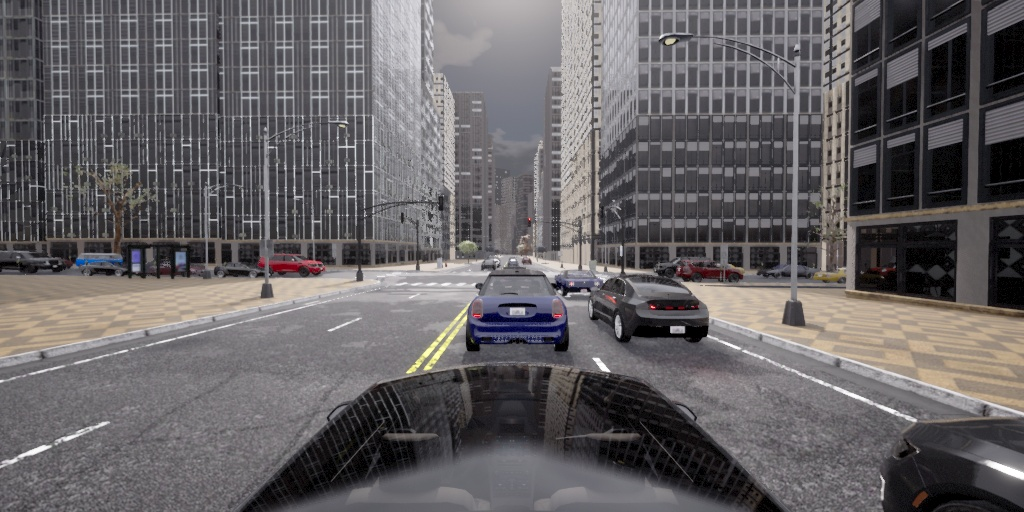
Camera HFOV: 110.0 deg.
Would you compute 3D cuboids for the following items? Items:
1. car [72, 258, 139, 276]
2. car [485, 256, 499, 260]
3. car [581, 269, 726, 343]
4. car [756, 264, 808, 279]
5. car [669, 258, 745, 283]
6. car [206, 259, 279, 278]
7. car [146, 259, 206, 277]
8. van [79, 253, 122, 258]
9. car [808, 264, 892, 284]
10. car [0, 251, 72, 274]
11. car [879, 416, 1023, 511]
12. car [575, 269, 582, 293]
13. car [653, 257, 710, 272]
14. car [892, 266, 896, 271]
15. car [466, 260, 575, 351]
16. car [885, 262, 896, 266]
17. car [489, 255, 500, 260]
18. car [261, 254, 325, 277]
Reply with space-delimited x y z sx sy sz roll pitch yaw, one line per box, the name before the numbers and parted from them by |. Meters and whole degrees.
car | -34.054 1.069 30.608 4.313 1.339 1.948 0 0 1
car | -3.272 1.191 50.633 1.882 1.535 5.008 0 0 0
car | 3.361 1.251 9.706 1.837 1.490 4.892 0 0 0
car | 27.222 1.503 35.273 5.357 1.411 2.033 0 1 1
car | 16.234 1.268 29.700 5.009 1.841 2.192 0 0 1
car | -22.690 1.173 30.285 4.313 1.339 1.948 0 0 1
car | -28.374 1.138 30.427 4.207 1.307 1.802 0 0 1
van | -45.233 0.604 39.285 3.998 1.789 1.690 0 0 1
car | 27.682 1.578 29.486 4.829 1.417 1.751 0 0 1
car | -45.362 0.577 33.508 5.566 2.045 2.150 1 1 2
car | 3.345 1.255 0.308 1.837 1.490 4.892 0 0 0
car | 3.376 1.341 19.017 1.895 1.301 4.718 0 0 0
car | 16.977 1.088 35.460 5.566 2.045 2.150 1 1 1
car | 33.152 1.684 29.384 4.207 1.307 1.802 0 0 1
car | 0.110 1.098 9.100 2.097 1.767 4.553 0 0 0
car | 37.475 1.397 35.065 4.553 1.767 2.097 0 1 1
car | -3.242 0.923 60.582 2.150 2.045 5.566 0 0 0
car | -20.236 0.808 32.934 5.566 2.045 2.150 0 1 1
